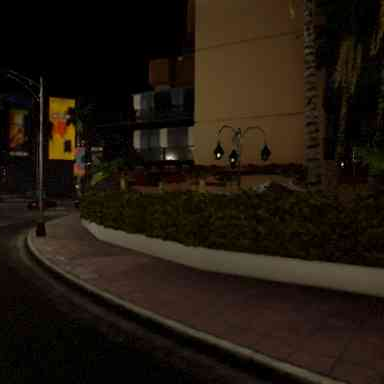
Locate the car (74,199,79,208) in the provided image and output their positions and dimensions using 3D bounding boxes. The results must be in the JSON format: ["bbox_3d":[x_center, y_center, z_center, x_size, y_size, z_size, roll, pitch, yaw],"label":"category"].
[{"bbox_3d":[-14.025,1.403,44.861,2.128,1.511,4.902,0,0,9],"label":"car"}]

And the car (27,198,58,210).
[{"bbox_3d":[-18.112,1.438,40.518,1.994,1.385,4.181,0,0,5],"label":"car"}]
